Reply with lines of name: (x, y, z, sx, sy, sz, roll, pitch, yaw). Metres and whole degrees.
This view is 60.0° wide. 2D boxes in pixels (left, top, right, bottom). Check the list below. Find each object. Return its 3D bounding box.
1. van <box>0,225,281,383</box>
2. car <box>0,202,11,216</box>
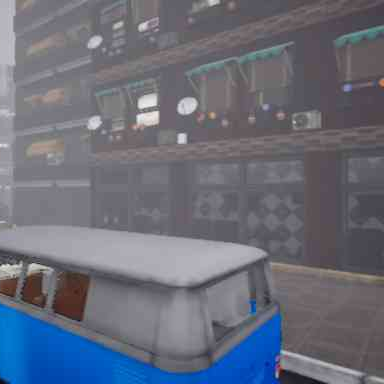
van: (-1.058, 1.338, 3.627, 3.998, 1.788, 1.690, 0, 0, 36)
car: (-21.182, 1.726, 34.384, 1.967, 1.590, 4.097, -1, -2, 35)
